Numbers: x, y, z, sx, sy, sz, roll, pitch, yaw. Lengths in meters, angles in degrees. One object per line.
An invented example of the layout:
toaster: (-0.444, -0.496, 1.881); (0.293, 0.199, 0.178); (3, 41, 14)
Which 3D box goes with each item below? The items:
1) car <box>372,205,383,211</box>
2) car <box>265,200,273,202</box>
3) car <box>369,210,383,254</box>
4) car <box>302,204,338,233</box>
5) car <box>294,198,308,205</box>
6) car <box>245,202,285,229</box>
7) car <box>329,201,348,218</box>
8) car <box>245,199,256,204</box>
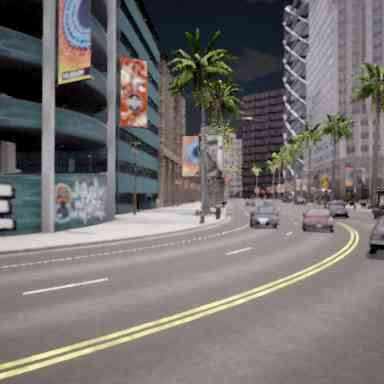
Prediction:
car: (17.611, 1.840, 29.659); (1.837, 1.490, 4.892); (0, -1, 10)
car: (14.652, 2.197, 63.124); (1.812, 1.442, 4.674); (0, -1, 7)
car: (8.438, 1.704, 13.707); (2.033, 1.411, 5.357); (0, -1, 32)
car: (8.314, 1.765, 21.875); (1.812, 1.442, 4.674); (0, -1, 20)
car: (27.272, 2.261, 83.931); (2.185, 1.767, 4.553); (0, -1, 7)
car: (5.399, 1.748, 24.043); (2.128, 1.511, 4.902); (0, -1, 19)
car: (14.895, 1.950, 35.033); (1.994, 1.385, 4.181); (0, -1, 8)
car: (11.225, 2.176, 63.941); (1.837, 1.490, 4.892); (0, -1, 7)
